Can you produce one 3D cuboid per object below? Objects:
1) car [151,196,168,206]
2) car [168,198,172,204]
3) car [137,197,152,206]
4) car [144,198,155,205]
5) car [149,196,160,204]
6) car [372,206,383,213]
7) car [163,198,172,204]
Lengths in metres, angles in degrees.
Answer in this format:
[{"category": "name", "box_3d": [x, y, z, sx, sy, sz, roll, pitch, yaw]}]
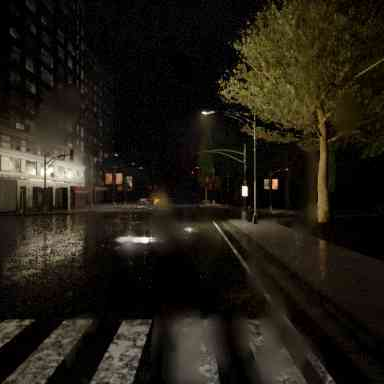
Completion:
[{"category": "car", "box_3d": [-6.341, 1.924, 65.955, 1.882, 1.535, 5.008, 0, -1, 0]}, {"category": "car", "box_3d": [-6.316, 2.125, 75.955, 2.033, 1.411, 5.357, 0, -1, 0]}, {"category": "car", "box_3d": [-9.591, 2.007, 65.629, 1.994, 1.385, 4.181, 0, -1, 0]}, {"category": "car", "box_3d": [-9.567, 2.131, 75.497, 1.994, 1.385, 4.181, 0, -1, 0]}, {"category": "car", "box_3d": [-9.541, 1.959, 85.903, 2.150, 2.045, 5.566, 0, -1, 0]}, {"category": "car", "box_3d": [41.790, 3.910, 74.394, 4.892, 1.490, 1.837, 4, -3, -45]}, {"category": "car", "box_3d": [-6.290, 2.262, 86.158, 1.812, 1.442, 4.674, 0, -1, 0]}]
